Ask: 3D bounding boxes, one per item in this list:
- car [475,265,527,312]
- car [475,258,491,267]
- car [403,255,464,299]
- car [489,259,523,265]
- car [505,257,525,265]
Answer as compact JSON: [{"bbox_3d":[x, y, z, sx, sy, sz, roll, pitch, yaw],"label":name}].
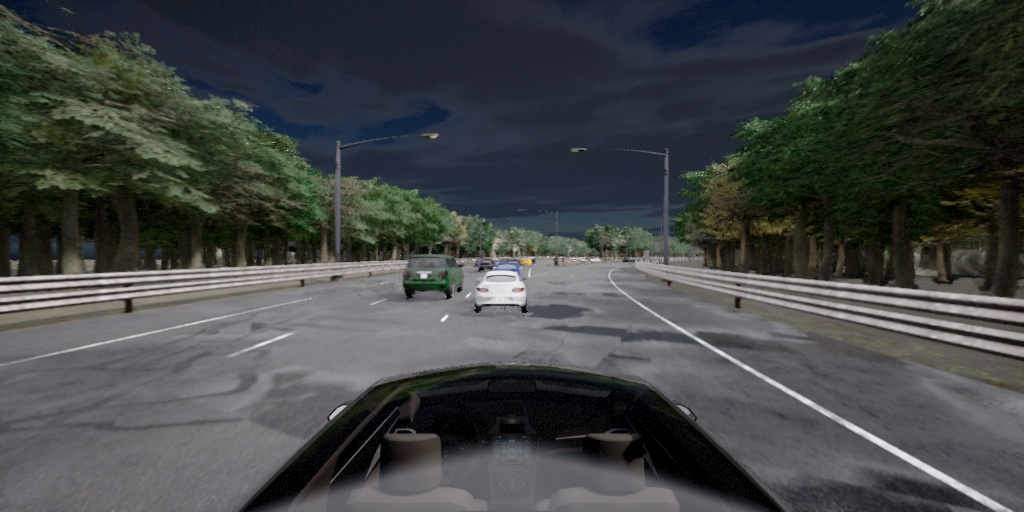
[{"bbox_3d":[-0.398,1.269,14.048,1.812,1.442,4.674,0,0,0],"label":"car"},{"bbox_3d":[-2.966,1.181,44.377,1.837,1.490,4.892,0,1,3],"label":"car"},{"bbox_3d":[-3.796,0.947,18.157,2.150,2.045,5.566,0,0,0],"label":"car"},{"bbox_3d":[-0.331,1.204,25.541,1.882,1.535,5.008,0,0,1],"label":"car"},{"bbox_3d":[0.244,1.192,41.291,1.837,1.490,4.892,0,0,3],"label":"car"}]
